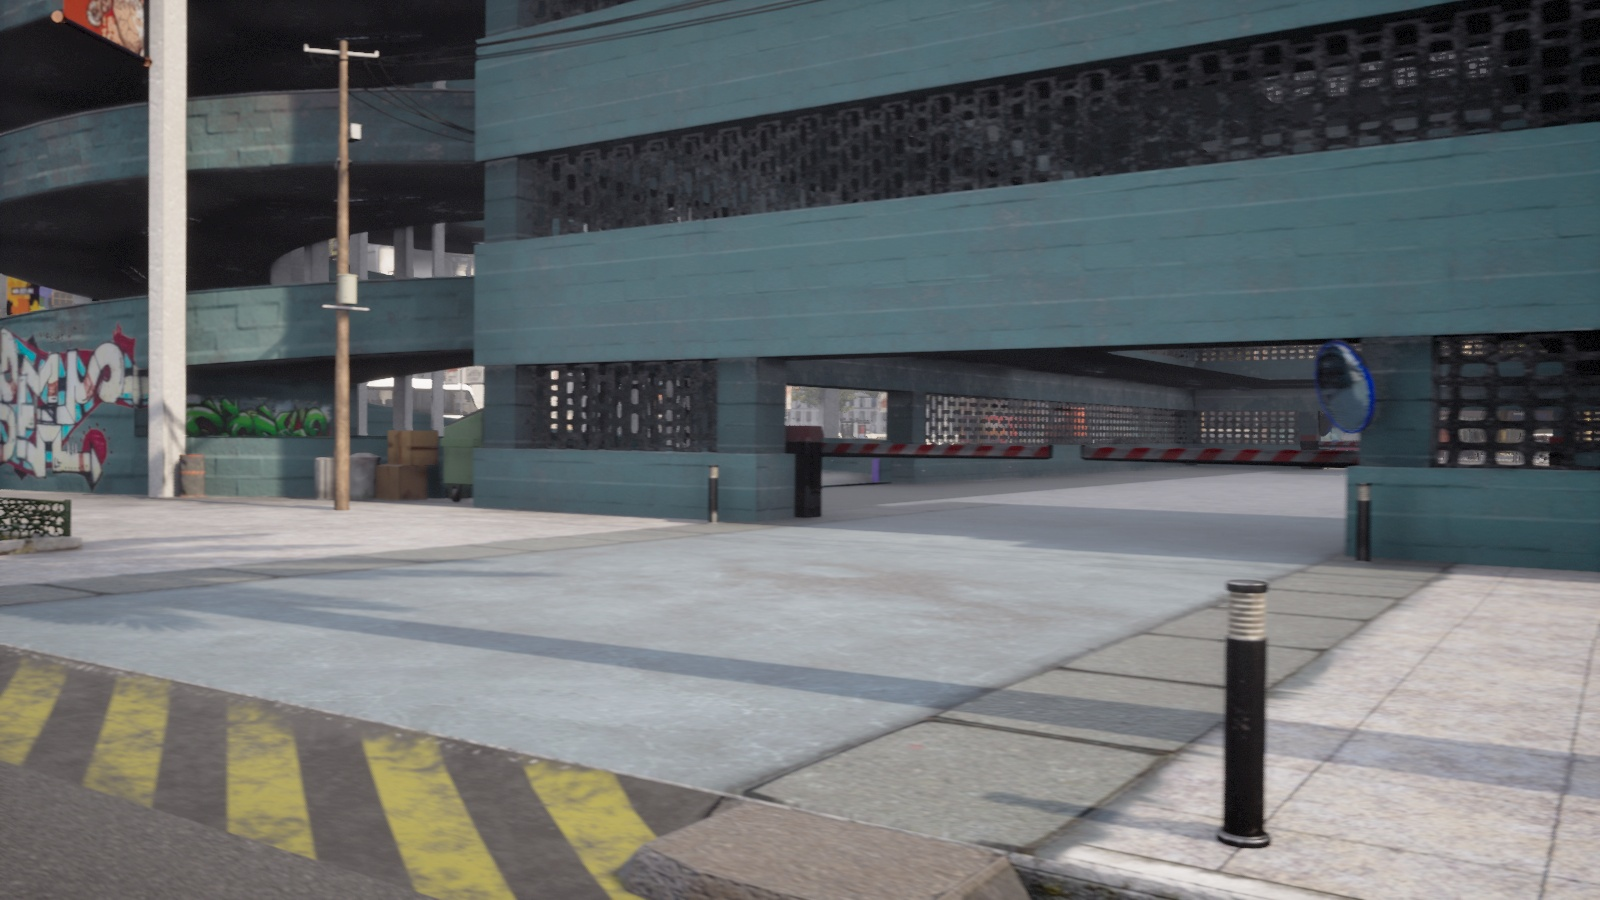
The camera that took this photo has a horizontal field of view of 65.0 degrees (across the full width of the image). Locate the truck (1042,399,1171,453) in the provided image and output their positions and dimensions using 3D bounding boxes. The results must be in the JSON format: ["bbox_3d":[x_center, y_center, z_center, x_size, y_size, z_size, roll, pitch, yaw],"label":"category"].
[{"bbox_3d":[20.566,-1.590,84.508,7.936,3.462,2.891,0,1,34],"label":"truck"}]

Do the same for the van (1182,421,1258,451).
[{"bbox_3d":[28.013,-0.914,83.810,4.442,1.987,1.775,0,1,34],"label":"van"}]

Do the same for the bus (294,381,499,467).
[{"bbox_3d":[-21.567,-1.377,67.974,3.944,4.253,10.273,0,1,34],"label":"bus"}]

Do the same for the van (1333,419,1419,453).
[{"bbox_3d":[34.509,-0.856,75.252,4.442,1.987,1.775,0,1,34],"label":"van"}]
